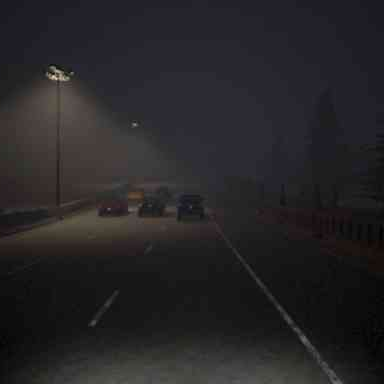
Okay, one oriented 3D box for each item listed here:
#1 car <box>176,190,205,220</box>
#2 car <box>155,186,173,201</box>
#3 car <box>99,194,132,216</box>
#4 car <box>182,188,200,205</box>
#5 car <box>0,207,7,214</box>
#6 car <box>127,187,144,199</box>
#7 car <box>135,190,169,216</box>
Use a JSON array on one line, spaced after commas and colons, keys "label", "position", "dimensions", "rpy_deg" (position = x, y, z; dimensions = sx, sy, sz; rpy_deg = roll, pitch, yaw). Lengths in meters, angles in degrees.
[{"label": "car", "position": [-0.107, 1.070, 27.692], "dimensions": [2.150, 2.045, 5.566], "rpy_deg": [0, 3, 0]}, {"label": "car", "position": [-3.652, 0.051, 42.659], "dimensions": [2.097, 1.767, 4.553], "rpy_deg": [0, 6, 0]}, {"label": "car", "position": [-7.018, 1.284, 30.089], "dimensions": [1.994, 1.385, 4.181], "rpy_deg": [0, 3, -1]}, {"label": "car", "position": [-0.160, 0.496, 40.202], "dimensions": [2.033, 1.411, 5.357], "rpy_deg": [0, 6, 0]}, {"label": "car", "position": [-14.074, 1.606, 21.702], "dimensions": [1.837, 1.490, 4.892], "rpy_deg": [0, 1, 0]}, {"label": "car", "position": [-7.155, 0.129, 43.111], "dimensions": [1.882, 1.535, 5.008], "rpy_deg": [0, 6, 0]}, {"label": "car", "position": [-3.521, 1.080, 29.943], "dimensions": [2.097, 1.767, 4.553], "rpy_deg": [0, 3, 0]}]
